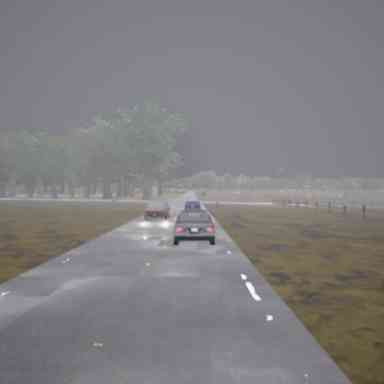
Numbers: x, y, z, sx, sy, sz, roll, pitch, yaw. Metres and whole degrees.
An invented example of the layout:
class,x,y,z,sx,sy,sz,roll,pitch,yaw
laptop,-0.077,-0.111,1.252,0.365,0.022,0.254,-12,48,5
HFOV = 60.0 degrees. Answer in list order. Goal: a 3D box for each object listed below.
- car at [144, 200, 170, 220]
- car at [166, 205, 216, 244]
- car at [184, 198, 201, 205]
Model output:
class,x,y,z,sx,sy,sz,roll,pitch,yaw
car,-2.839,1.449,27.865,1.882,1.535,5.008,0,0,0
car,0.095,1.533,15.580,2.033,1.411,5.357,0,0,0
car,0.090,1.429,40.955,1.882,1.535,5.008,0,0,0
